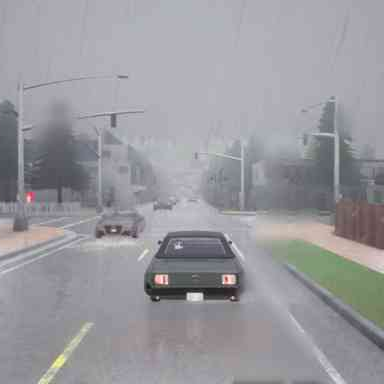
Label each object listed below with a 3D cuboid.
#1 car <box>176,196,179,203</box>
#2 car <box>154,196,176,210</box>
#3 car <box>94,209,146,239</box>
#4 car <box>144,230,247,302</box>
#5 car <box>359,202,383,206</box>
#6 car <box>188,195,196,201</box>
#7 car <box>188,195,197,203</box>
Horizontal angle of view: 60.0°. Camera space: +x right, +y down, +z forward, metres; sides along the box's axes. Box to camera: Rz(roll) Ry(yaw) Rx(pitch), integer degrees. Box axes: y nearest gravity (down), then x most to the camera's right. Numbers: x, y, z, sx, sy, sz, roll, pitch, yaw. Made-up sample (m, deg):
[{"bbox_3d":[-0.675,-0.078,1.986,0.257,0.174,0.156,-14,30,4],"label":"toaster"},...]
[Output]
[{"bbox_3d":[-3.563,1.526,55.157,1.812,1.442,4.674,0,0,0],"label":"car"},{"bbox_3d":[-3.578,1.352,42.005,2.097,1.767,4.553,0,0,0],"label":"car"},{"bbox_3d":[-3.592,1.564,17.202,1.994,1.385,4.181,0,0,0],"label":"car"},{"bbox_3d":[0.072,1.601,8.219,1.895,1.301,4.718,0,0,0],"label":"car"},{"bbox_3d":[15.313,1.582,29.278,4.718,1.301,1.895,0,0,-8],"label":"car"},{"bbox_3d":[0.039,1.478,81.486,1.882,1.535,5.008,0,0,0],"label":"car"},{"bbox_3d":[0.037,1.595,71.450,1.895,1.301,4.718,0,0,0],"label":"car"}]
